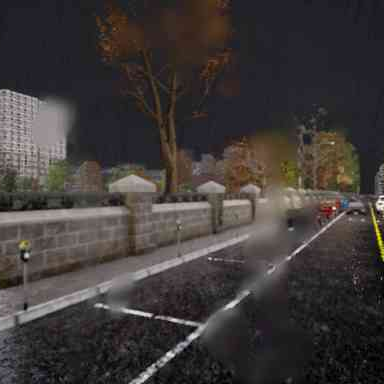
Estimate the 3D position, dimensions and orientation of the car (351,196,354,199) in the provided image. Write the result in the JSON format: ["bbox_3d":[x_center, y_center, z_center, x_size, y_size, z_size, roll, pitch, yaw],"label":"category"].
[{"bbox_3d":[30.067,1.984,65.008,1.947,1.339,4.313,-1,-1,28],"label":"car"}]

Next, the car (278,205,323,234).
[{"bbox_3d":[6.483,1.699,20.161,1.947,1.339,4.313,-1,-1,28],"label":"car"}]

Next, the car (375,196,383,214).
[{"bbox_3d":[21.909,1.412,37.270,2.150,2.045,5.566,-1,0,28],"label":"car"}]

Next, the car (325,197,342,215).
[{"bbox_3d":[14.342,1.658,35.109,1.967,1.590,4.097,-1,-1,28],"label":"car"}]

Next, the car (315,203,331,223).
[{"bbox_3d":[9.103,1.740,25.145,1.802,1.307,4.206,-1,-1,28],"label":"car"}]

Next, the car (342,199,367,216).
[{"bbox_3d":[17.340,1.745,35.056,2.033,1.411,5.357,-1,-1,28],"label":"car"}]

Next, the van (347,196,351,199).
[{"bbox_3d":[24.824,1.692,55.044,1.690,1.788,3.998,-1,-1,28],"label":"van"}]

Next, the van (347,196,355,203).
[{"bbox_3d":[40.548,1.907,84.941,1.690,1.788,3.998,-1,-1,28],"label":"van"}]

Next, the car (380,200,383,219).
[{"bbox_3d":[16.885,1.650,27.555,1.812,1.442,4.674,-1,-1,28],"label":"car"}]

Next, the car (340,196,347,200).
[{"bbox_3d":[16.961,1.566,40.094,2.192,1.841,5.009,-1,-1,28],"label":"car"}]

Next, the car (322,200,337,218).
[{"bbox_3d":[11.723,1.730,30.127,1.887,1.381,4.507,-1,-1,28],"label":"car"}]

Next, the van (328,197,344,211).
[{"bbox_3d":[19.583,1.625,45.077,1.690,1.788,3.998,-1,-1,28],"label":"van"}]
